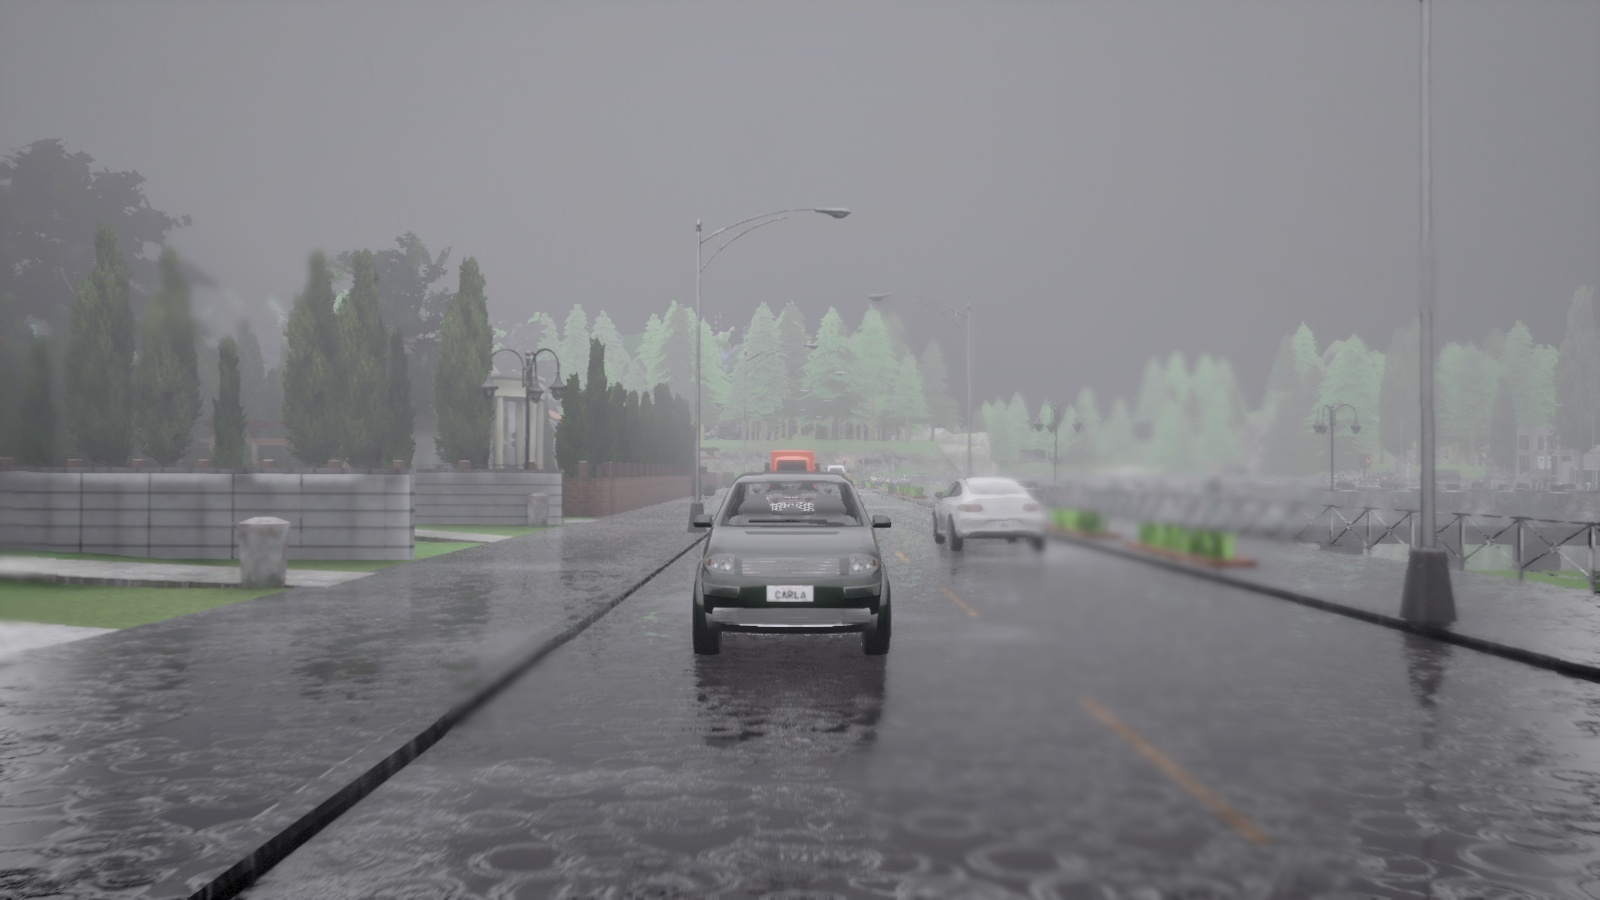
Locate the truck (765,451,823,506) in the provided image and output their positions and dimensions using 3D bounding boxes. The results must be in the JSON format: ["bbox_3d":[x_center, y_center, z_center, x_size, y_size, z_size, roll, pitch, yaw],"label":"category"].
[{"bbox_3d":[-0.288,1.316,59.098,2.627,2.467,5.204,0,-1,0],"label":"truck"}]

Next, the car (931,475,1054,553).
[{"bbox_3d":[3.872,1.259,26.016,1.812,1.442,4.674,0,-1,0],"label":"car"}]

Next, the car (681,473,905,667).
[{"bbox_3d":[-0.061,0.993,11.918,1.789,1.549,3.705,0,-1,0],"label":"car"}]
